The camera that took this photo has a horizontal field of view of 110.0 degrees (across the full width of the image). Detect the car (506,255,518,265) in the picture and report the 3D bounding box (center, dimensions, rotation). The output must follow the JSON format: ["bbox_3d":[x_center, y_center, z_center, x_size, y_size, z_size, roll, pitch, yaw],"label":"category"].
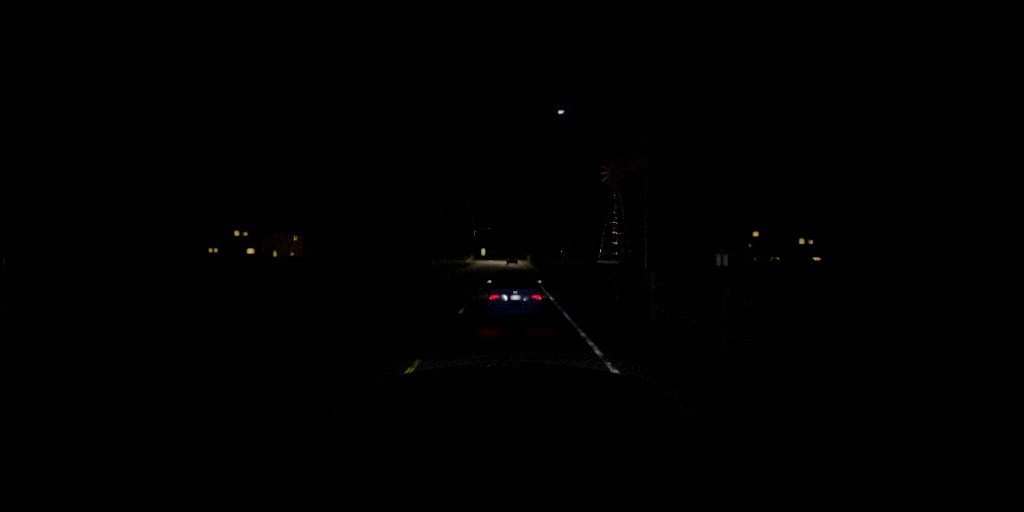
[{"bbox_3d":[0.004,0.745,61.705,1.812,1.442,4.674,0,1,0],"label":"car"}]

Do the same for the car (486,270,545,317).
[{"bbox_3d":[0.100,1.202,12.644,2.033,1.411,5.357,0,1,0],"label":"car"}]
